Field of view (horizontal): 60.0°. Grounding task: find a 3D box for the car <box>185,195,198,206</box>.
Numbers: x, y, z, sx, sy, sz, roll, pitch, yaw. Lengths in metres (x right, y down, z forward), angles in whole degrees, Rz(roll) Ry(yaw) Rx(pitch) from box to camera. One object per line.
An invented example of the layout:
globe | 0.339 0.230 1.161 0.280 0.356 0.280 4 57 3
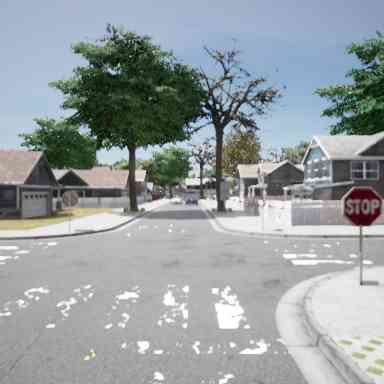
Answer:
car | -0.055 1.367 56.716 2.097 1.767 4.553 0 0 0

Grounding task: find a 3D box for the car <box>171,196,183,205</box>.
car | -2.808 1.542 60.530 1.812 1.442 4.674 0 0 0

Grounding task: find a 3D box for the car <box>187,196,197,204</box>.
car | -0.064 1.581 66.782 1.994 1.385 4.181 0 0 0
